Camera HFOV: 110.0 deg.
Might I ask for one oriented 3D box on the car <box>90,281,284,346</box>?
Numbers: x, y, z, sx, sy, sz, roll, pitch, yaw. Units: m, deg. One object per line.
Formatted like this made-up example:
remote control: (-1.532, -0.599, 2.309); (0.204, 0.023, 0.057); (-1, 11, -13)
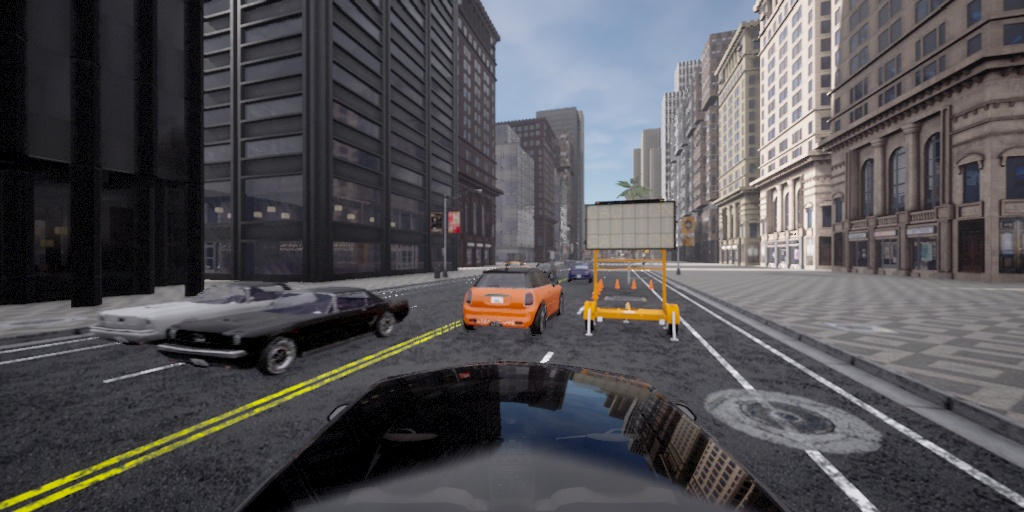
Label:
car: (-7.221, 1.374, 9.315); (1.895, 1.301, 4.718); (0, 0, 17)

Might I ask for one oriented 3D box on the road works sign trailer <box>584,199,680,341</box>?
road works sign trailer: (3.314, 0.233, 10.161); (2.380, 3.560, 2.880); (0, 0, 17)

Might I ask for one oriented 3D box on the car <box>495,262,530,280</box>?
car: (0.146, 1.313, 33.917); (1.882, 1.535, 5.008); (0, 0, 17)

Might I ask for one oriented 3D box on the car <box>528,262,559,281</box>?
car: (2.896, 1.334, 31.773); (1.837, 1.490, 4.892); (0, -1, 17)

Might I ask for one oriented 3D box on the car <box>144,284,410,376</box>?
car: (-4.295, 1.368, 7.759); (1.895, 1.301, 4.718); (0, 0, 17)

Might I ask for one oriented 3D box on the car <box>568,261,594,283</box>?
car: (5.685, 1.344, 29.057); (1.812, 1.442, 4.674); (0, 0, 17)

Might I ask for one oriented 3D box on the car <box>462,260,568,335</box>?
car: (0.252, 1.124, 10.911); (2.097, 1.767, 4.553); (0, 0, 17)
